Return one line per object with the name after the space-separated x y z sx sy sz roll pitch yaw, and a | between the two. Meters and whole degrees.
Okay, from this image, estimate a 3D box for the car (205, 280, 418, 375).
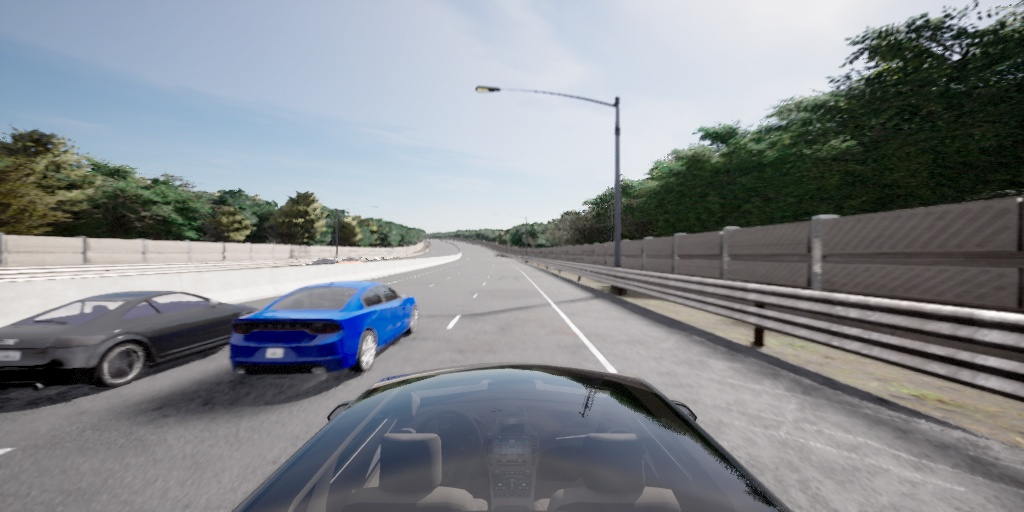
-3.419 1.246 7.632 1.882 1.535 5.008 0 0 0 | car

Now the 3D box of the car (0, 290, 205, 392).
-6.916 1.339 6.929 1.994 1.385 4.181 0 0 0 | car

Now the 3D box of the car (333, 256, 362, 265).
-21.946 0.953 48.960 2.097 1.767 4.553 0 1 -2 | car

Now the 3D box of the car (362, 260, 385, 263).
-18.454 1.187 49.402 1.895 1.301 4.718 0 1 -2 | car

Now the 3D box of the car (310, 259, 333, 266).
-25.432 1.119 48.606 1.837 1.490 4.892 0 1 -2 | car
